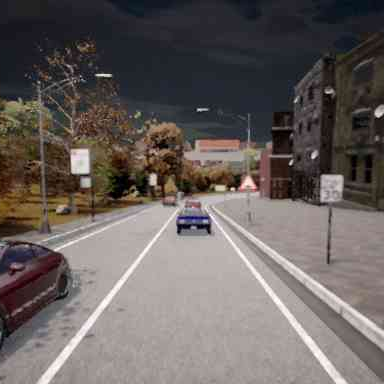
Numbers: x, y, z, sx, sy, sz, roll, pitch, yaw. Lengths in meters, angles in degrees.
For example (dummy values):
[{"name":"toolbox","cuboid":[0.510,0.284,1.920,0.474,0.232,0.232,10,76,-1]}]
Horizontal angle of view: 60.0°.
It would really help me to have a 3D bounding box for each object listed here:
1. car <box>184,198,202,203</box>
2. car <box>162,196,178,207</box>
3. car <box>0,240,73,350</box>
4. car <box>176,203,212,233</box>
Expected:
[{"name":"car","cuboid":[0.127,1.441,37.294,1.812,1.442,4.674,0,0,0]},{"name":"car","cuboid":[-3.196,1.368,48.750,1.882,1.535,5.008,0,0,4]},{"name":"car","cuboid":[-3.600,1.553,5.596,1.994,1.385,4.181,0,0,0]},{"name":"car","cuboid":[0.100,1.564,19.518,1.895,1.301,4.718,0,0,0]}]
